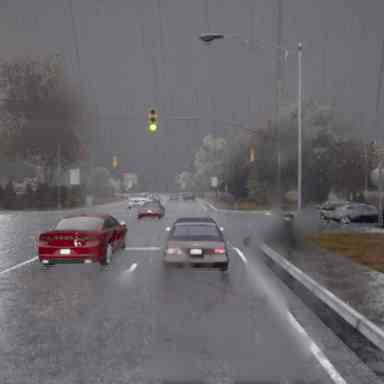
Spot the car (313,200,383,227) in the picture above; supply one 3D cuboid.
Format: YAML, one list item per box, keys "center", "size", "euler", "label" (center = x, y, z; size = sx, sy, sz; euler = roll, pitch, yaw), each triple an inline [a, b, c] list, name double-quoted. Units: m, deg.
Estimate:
- center: [10.927, 1.461, 21.806]
  size: [4.902, 1.511, 2.128]
  euler: [0, 0, -4]
  label: "car"

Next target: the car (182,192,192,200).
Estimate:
- center: [-1.333, 0.926, 86.646]
  size: [2.150, 2.045, 5.566]
  euler: [0, 0, -7]
  label: "car"

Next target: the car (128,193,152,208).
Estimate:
- center: [-7.092, 1.158, 44.681]
  size: [2.150, 2.045, 5.566]
  euler: [0, 0, 0]
  label: "car"

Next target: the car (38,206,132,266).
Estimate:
- center: [-3.475, 1.463, 11.470]
  size: [1.882, 1.535, 5.008]
  euler: [0, 0, -1]
  label: "car"

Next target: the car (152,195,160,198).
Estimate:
- center: [-7.052, 1.403, 54.853]
  size: [2.128, 1.511, 4.902]
  euler: [0, 0, 0]
  label: "car"

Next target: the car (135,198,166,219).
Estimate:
- center: [-3.399, 1.524, 28.711]
  size: [1.994, 1.385, 4.181]
  euler: [0, 0, 0]
  label: "car"

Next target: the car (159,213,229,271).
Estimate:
- center: [0.103, 1.534, 10.809]
  size: [2.033, 1.411, 5.357]
  euler: [0, 0, 0]
  label: "car"

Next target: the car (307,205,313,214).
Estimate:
- center: [13.690, 1.479, 32.618]
  size: [4.674, 1.442, 1.812]
  euler: [0, 0, -3]
  label: "car"

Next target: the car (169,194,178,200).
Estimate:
- center: [-4.776, 1.230, 85.915]
  size: [2.128, 1.511, 4.902]
  euler: [0, 0, -7]
  label: "car"

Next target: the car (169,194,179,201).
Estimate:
- center: [-4.011, 1.314, 75.891]
  size: [2.128, 1.511, 4.902]
  euler: [0, 0, -4]
  label: "car"

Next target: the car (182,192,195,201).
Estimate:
- center: [-0.527, 1.011, 76.310]
  size: [2.150, 2.045, 5.566]
  euler: [0, 0, -4]
  label: "car"
